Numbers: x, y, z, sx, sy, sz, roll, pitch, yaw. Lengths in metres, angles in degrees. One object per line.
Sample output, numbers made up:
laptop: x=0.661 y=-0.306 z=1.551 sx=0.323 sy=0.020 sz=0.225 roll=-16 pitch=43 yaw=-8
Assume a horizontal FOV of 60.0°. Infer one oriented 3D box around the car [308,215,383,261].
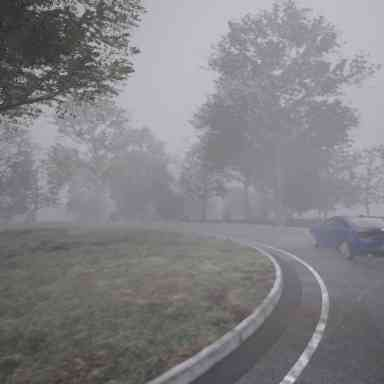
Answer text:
car: x=6.246 y=1.630 z=13.070 sx=1.882 sy=1.535 sz=5.008 roll=0 pitch=-1 yaw=-1
